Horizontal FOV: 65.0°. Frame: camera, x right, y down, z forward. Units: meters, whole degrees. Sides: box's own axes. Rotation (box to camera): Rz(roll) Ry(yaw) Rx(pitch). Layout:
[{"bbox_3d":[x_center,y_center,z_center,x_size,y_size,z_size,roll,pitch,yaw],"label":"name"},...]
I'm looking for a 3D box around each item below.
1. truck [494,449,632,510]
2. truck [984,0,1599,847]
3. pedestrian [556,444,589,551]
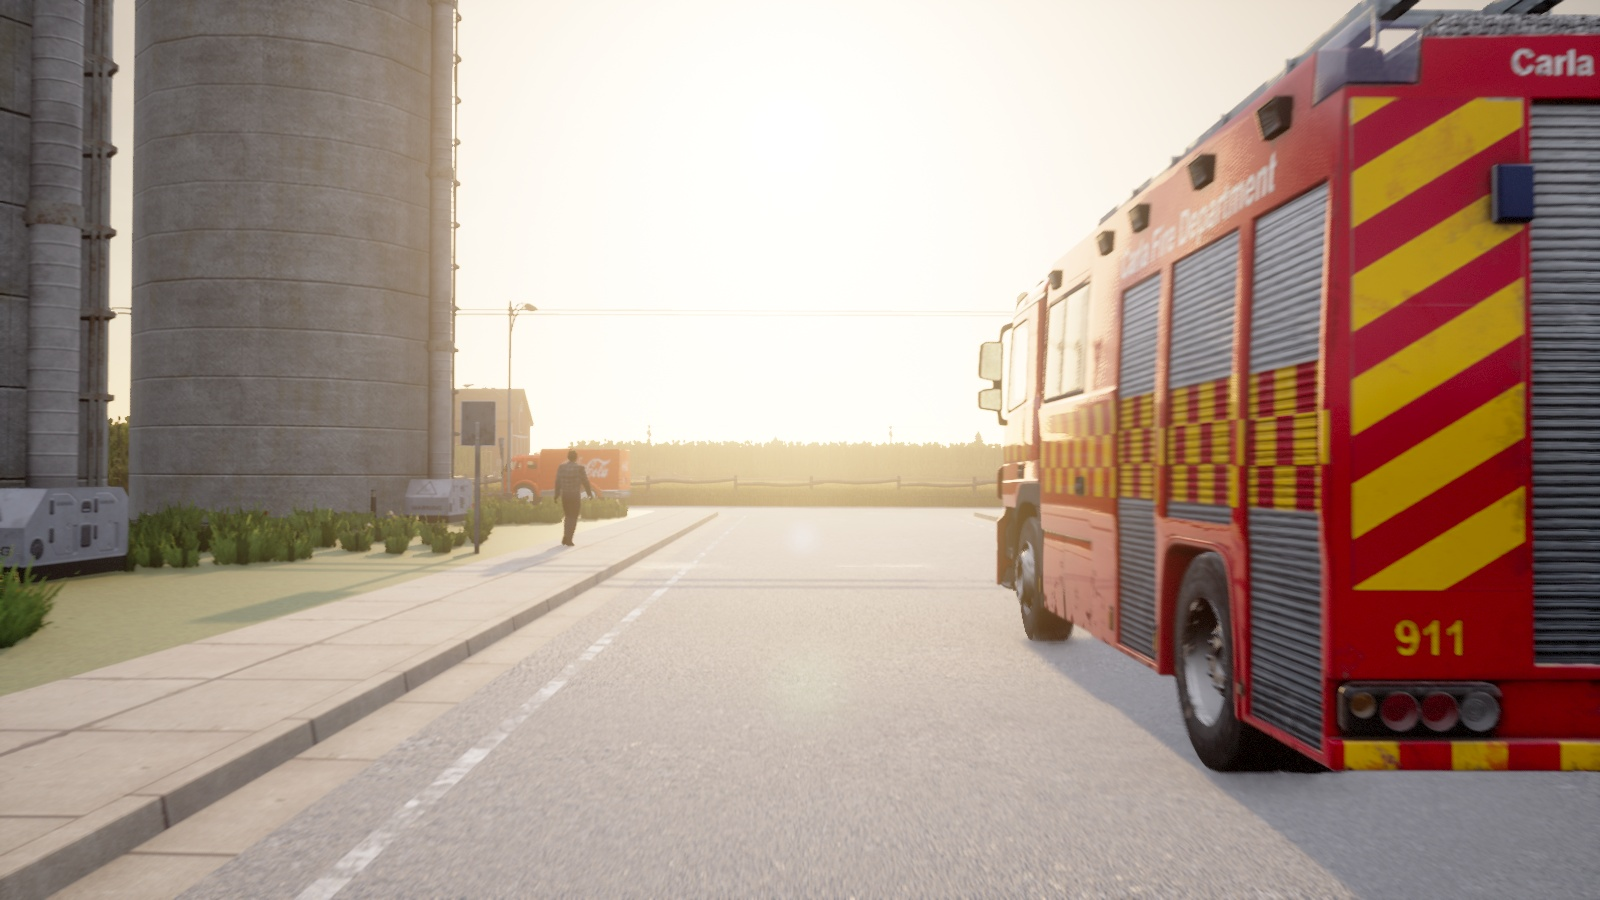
[{"bbox_3d":[-9.947,1.253,53.001,5.204,2.467,2.627,0,-1,5],"label":"truck"},{"bbox_3d":[3.473,-0.206,9.459,2.891,3.827,8.468,0,-1,0],"label":"truck"},{"bbox_3d":[-4.214,0.876,23.239,0.423,1.949,0.788,0,-1,4],"label":"pedestrian"}]
